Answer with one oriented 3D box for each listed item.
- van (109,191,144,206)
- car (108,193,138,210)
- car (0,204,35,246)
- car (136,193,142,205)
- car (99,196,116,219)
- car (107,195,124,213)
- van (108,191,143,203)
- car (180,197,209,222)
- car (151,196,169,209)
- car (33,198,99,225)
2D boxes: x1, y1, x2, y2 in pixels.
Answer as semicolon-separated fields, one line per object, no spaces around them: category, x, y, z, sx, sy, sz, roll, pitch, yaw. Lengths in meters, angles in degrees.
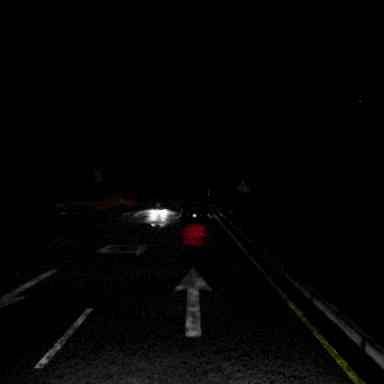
van;-9.166;0.870;46.396;4.442;1.987;1.878;-1;1;-20
car;-9.202;1.254;37.385;5.366;1.575;1.946;-1;1;-20
car;-9.129;1.437;13.433;4.674;1.452;2.002;-1;0;-20
car;-9.043;1.206;40.453;5.008;1.535;2.097;-1;1;-20
car;-8.886;1.324;25.497;5.366;1.575;1.946;-1;0;-20
car;-8.875;1.307;28.498;5.366;1.575;1.946;-1;0;-20
van;-9.157;0.926;43.396;4.442;1.987;1.878;-1;1;-20
car;0.194;1.351;24.928;1.837;1.490;4.892;0;0;0
car;-3.788;1.225;39.689;2.128;1.511;4.902;0;1;0
car;-9.082;1.347;22.433;4.892;1.521;2.231;-1;0;-20
